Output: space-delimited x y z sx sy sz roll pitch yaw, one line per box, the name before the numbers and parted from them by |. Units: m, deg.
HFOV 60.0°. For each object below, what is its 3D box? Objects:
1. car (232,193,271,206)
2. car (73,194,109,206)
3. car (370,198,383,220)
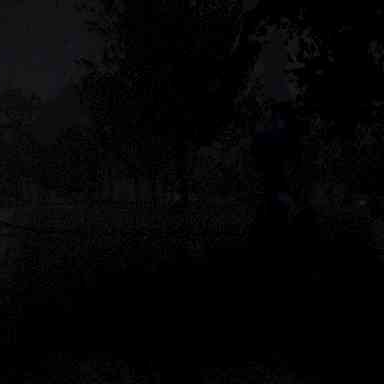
car | 7.319 0.862 41.223 5.008 1.535 1.882 1 1 38
car | -12.051 0.969 39.770 4.181 1.385 1.994 -1 1 -40
car | 13.988 1.142 23.443 2.128 1.511 4.902 0 1 18
